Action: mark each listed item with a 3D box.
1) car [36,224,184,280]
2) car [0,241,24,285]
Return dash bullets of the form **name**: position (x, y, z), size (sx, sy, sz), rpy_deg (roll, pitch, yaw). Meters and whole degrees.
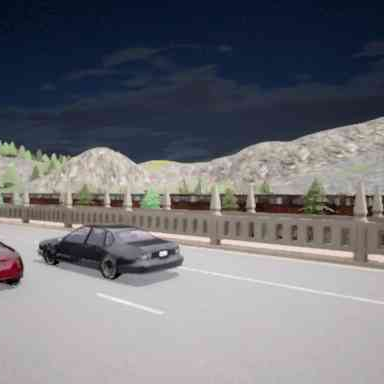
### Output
- **car**: position (-2.770, 1.715, 10.511), size (5.357, 1.411, 2.033), rpy_deg (0, -1, 38)
- **car**: position (-6.249, 1.668, 8.772), size (4.181, 1.385, 1.994), rpy_deg (0, -1, 38)
